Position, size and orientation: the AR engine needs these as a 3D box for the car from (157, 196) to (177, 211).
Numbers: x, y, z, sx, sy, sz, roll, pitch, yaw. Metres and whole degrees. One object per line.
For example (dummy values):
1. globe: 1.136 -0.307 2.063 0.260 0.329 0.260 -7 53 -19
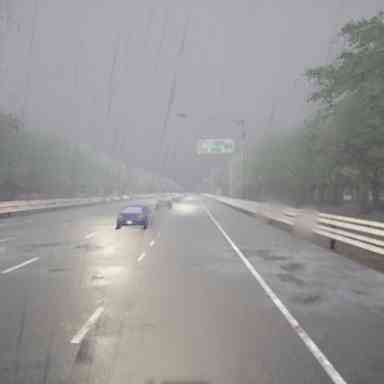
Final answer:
1. car: -3.426 1.486 41.491 2.128 1.511 4.902 0 0 0

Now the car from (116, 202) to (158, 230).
1. car: -3.486 1.529 20.818 1.812 1.442 4.674 0 0 0

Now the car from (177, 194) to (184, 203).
1. car: -3.305 1.514 68.650 2.033 1.411 5.357 0 0 0
